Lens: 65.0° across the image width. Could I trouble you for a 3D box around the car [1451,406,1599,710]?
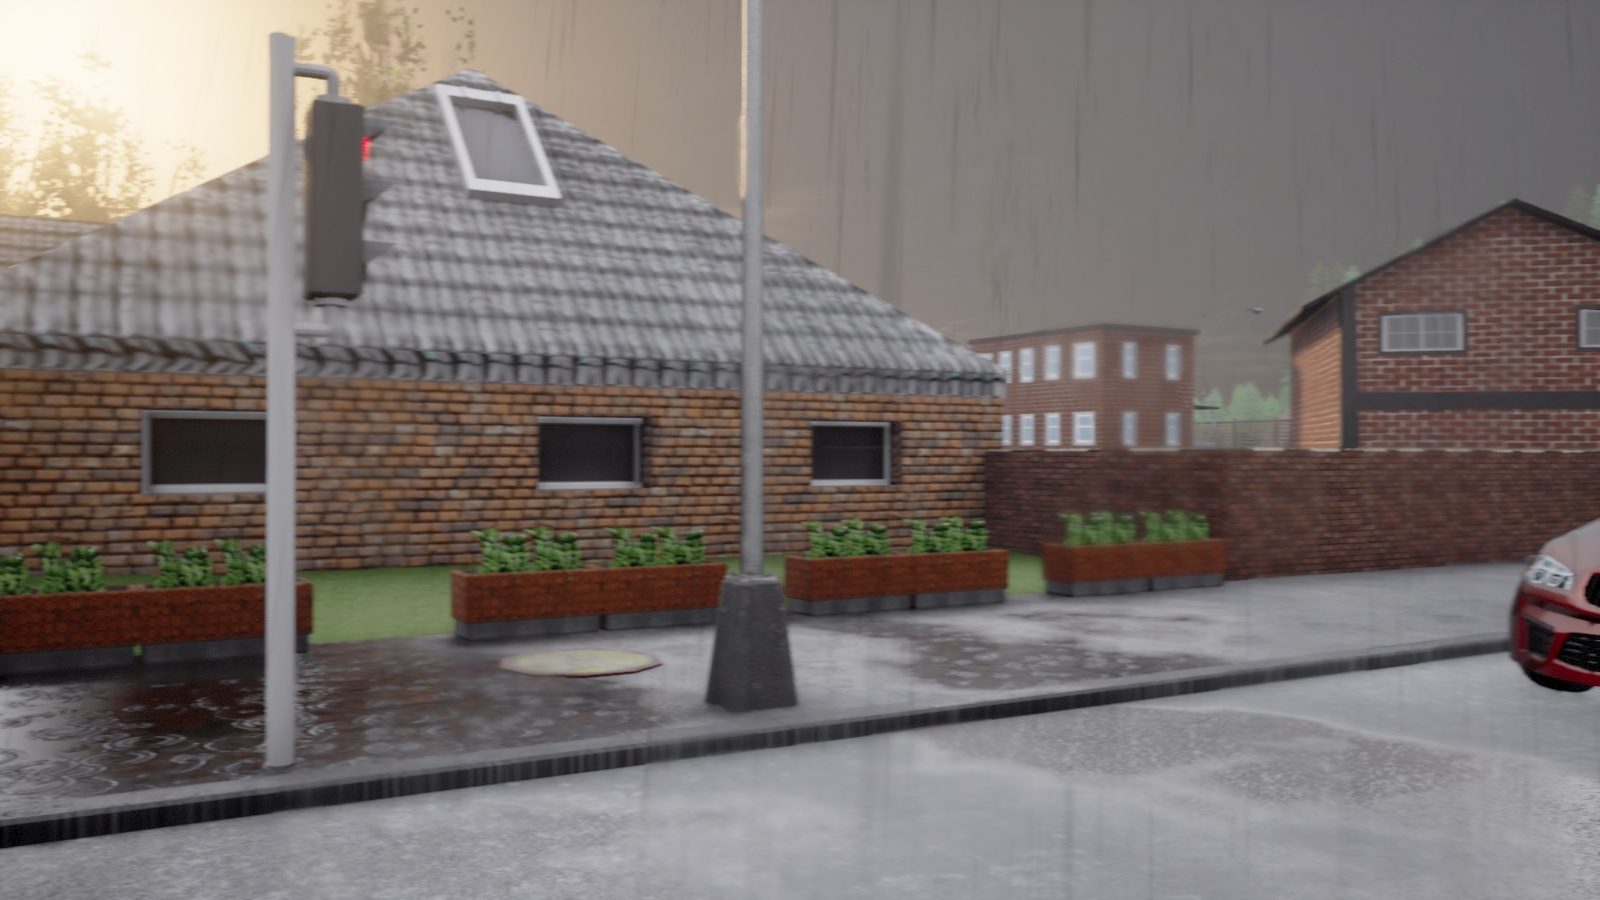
[{"bbox_3d":[6.530,0.590,7.766,4.611,1.667,2.242,0,0,-28],"label":"car"}]
